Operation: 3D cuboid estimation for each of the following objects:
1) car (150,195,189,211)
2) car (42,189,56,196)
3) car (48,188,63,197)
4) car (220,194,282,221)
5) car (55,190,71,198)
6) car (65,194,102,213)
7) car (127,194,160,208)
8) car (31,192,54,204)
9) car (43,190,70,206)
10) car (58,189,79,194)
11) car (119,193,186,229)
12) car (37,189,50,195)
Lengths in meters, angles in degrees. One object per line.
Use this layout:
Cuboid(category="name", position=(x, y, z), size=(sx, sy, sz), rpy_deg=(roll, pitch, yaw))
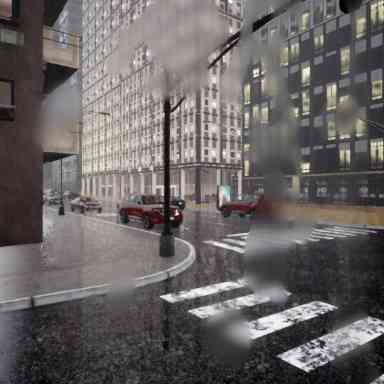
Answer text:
Cuboid(category="car", position=(-2.320, 1.070, 33.281), size=(1.947, 1.339, 4.313), rpy_deg=(1, 0, -36))
Cuboid(category="car", position=(-31.668, 0.097, 73.667), size=(1.887, 1.381, 4.507), rpy_deg=(1, 0, -36))
Cuboid(category="car", position=(-28.404, 0.099, 69.179), size=(1.967, 1.590, 4.097), rpy_deg=(1, 0, -36))
Cuboid(category="car", position=(4.208, 1.027, 24.305), size=(2.192, 1.841, 5.009), rpy_deg=(1, 0, -36))
Cuboid(category="car", position=(-25.147, 0.310, 64.693), size=(1.887, 1.381, 4.507), rpy_deg=(1, 0, -36))
Cuboid(category="car", position=(-9.062, 1.067, 28.303), size=(1.802, 1.307, 4.206), rpy_deg=(2, 0, -36))
Cuboid(category="car", position=(-5.582, 0.966, 37.768), size=(1.947, 1.339, 4.313), rpy_deg=(1, 0, -36))
Cuboid(category="car", position=(-18.843, 0.752, 41.762), size=(1.802, 1.307, 4.206), rpy_deg=(2, 0, -36))
Cuboid(category="car", position=(-15.582, 0.827, 37.276), size=(2.008, 1.369, 4.403), rpy_deg=(2, 0, -36))
Cuboid(category="car", position=(-18.886, 0.536, 51.648), size=(1.837, 1.490, 4.892), rpy_deg=(0, 1, -36))
Cuboid(category="car", position=(-2.534, 1.008, 19.330), size=(2.192, 1.841, 5.009), rpy_deg=(2, 0, -36))
Cuboid(category="car", position=(-34.930, -0.011, 78.155), size=(1.887, 1.381, 4.507), rpy_deg=(1, 0, -36))
